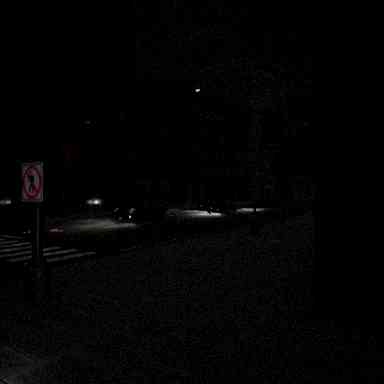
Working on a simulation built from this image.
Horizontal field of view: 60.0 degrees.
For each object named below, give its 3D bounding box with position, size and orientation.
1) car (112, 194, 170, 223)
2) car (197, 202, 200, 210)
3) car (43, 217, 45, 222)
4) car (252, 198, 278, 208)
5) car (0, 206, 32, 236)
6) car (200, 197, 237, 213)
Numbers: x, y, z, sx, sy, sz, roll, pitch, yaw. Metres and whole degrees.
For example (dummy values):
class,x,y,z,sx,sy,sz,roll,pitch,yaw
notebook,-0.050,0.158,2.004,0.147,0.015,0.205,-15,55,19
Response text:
class,x,y,z,sx,sy,sz,roll,pitch,yaw
car,-3.754,1.285,25.232,2.097,1.767,4.553,0,0,35
car,2.460,1.382,39.637,1.837,1.490,4.892,0,0,35
car,-11.660,1.526,19.837,2.033,1.411,5.357,0,0,38
car,9.754,1.434,44.271,1.895,1.301,4.718,0,0,36
car,-10.338,1.473,15.924,2.128,1.511,4.902,0,0,35
car,3.083,1.447,34.897,1.994,1.385,4.181,0,0,35
